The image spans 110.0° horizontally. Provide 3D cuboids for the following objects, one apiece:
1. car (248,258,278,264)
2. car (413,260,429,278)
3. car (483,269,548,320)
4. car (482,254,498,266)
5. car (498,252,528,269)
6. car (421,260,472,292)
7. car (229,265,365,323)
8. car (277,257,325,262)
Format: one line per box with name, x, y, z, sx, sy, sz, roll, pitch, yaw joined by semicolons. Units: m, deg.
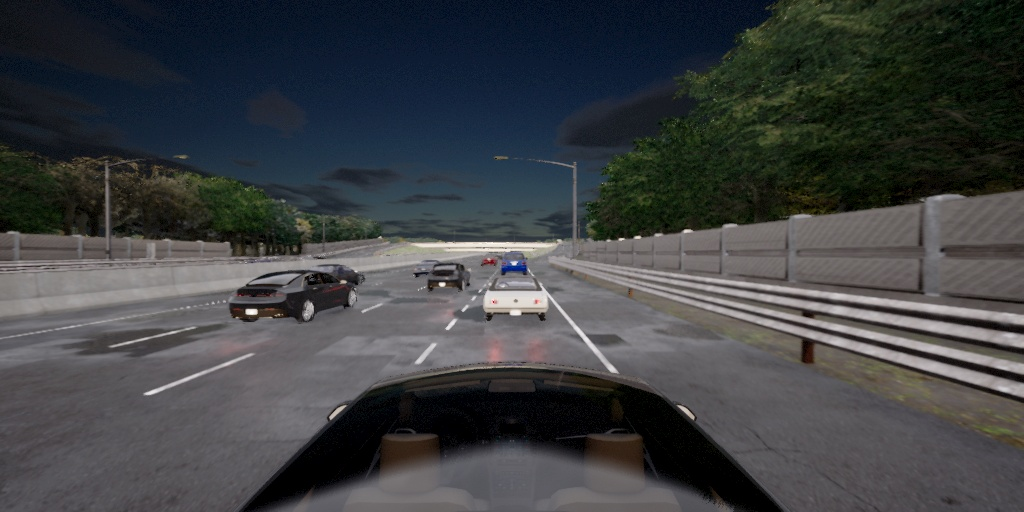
car;-31.301;0.898;45.854;1.895;1.301;4.718;0;1;1
car;-6.816;1.038;30.117;2.033;1.411;5.357;0;1;0
car;0.113;1.307;12.413;1.895;1.301;4.718;0;0;0
car;-3.232;0.526;53.240;2.097;1.767;4.553;0;1;1
car;0.189;0.701;30.921;2.150;2.045;5.566;0;1;0
car;-3.464;1.132;20.263;1.837;1.490;4.892;0;1;0
car;-6.887;1.215;11.910;1.837;1.490;4.892;0;0;0
car;-20.952;1.009;36.170;1.895;1.301;4.718;0;1;1
